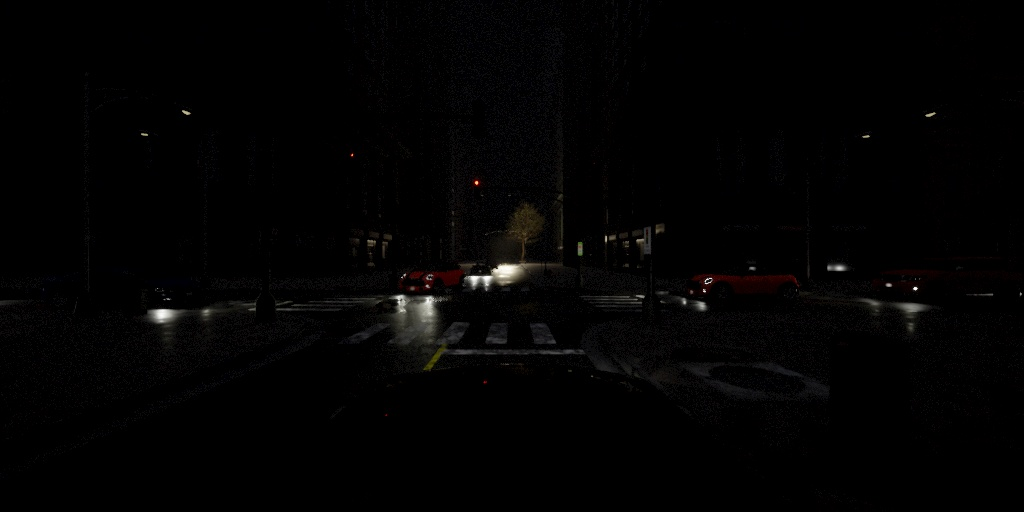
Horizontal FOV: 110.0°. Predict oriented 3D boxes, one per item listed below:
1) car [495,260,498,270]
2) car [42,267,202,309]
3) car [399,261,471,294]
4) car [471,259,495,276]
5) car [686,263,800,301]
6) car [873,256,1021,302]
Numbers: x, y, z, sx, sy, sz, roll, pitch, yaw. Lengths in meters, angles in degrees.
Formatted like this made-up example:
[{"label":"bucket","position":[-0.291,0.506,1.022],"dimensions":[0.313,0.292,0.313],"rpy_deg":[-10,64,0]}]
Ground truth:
[{"label":"car","position":[-3.048,1.247,53.070],"dimensions":[1.882,1.535,5.008],"rpy_deg":[0,0,0]},{"label":"car","position":[-14.903,1.177,13.863],"dimensions":[5.008,1.535,1.882],"rpy_deg":[0,0,2]},{"label":"car","position":[-4.402,1.099,20.502],"dimensions":[2.097,1.767,4.553],"rpy_deg":[0,0,18]},{"label":"car","position":[-3.077,1.317,36.654],"dimensions":[1.994,1.385,4.181],"rpy_deg":[0,0,0]},{"label":"car","position":[10.789,1.138,17.048],"dimensions":[4.553,1.767,2.097],"rpy_deg":[0,0,0]},{"label":"car","position":[20.690,1.038,17.034],"dimensions":[5.566,2.045,2.150],"rpy_deg":[0,0,1]}]
